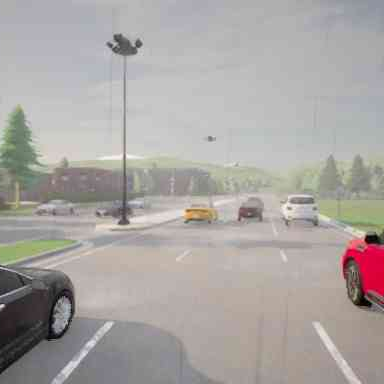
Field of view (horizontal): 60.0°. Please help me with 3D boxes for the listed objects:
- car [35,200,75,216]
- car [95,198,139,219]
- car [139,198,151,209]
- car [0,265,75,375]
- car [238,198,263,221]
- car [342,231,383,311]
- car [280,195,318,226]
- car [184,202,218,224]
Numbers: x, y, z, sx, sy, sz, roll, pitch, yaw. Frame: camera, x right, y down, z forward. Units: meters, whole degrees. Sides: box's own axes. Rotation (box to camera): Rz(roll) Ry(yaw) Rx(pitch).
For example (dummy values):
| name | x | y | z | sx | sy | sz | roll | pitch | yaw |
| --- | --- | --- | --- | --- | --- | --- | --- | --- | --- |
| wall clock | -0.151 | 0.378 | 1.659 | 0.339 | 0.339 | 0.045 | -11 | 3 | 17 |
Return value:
| name | x | y | z | sx | sy | sz | roll | pitch | yaw |
| --- | --- | --- | --- | --- | --- | --- | --- | --- | --- |
| car | -13.215 | 1.506 | 32.518 | 1.812 | 1.442 | 4.674 | 0 | 0 | 12 |
| car | -6.756 | 1.487 | 29.227 | 2.128 | 1.511 | 4.902 | 0 | 0 | 12 |
| car | -7.003 | 1.527 | 44.888 | 1.812 | 1.442 | 4.674 | 0 | 0 | 12 |
| car | -3.007 | 1.499 | 3.695 | 1.837 | 1.490 | 4.892 | 0 | 0 | 5 |
| car | 4.852 | 1.502 | 27.515 | 1.882 | 1.535 | 5.008 | 0 | 0 | 12 |
| car | 4.050 | 1.234 | 4.736 | 2.150 | 2.045 | 5.566 | 0 | 0 | 6 |
| car | 7.712 | 1.252 | 24.154 | 2.150 | 2.045 | 5.566 | 0 | 0 | 12 |
| car | 0.766 | 1.491 | 25.092 | 1.882 | 1.535 | 5.008 | 0 | 0 | 12 |
